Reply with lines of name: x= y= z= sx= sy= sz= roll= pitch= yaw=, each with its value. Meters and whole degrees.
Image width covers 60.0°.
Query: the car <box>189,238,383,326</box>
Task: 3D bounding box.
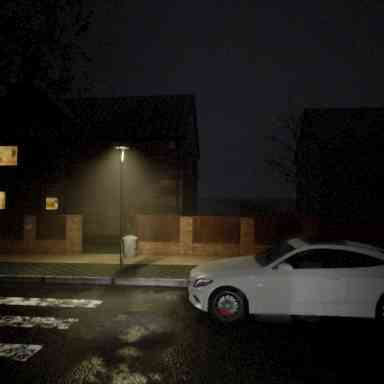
car: x=2.274 y=1.657 z=6.596 sx=4.674 sy=1.442 sz=1.812 roll=0 pitch=-2 yaw=7
